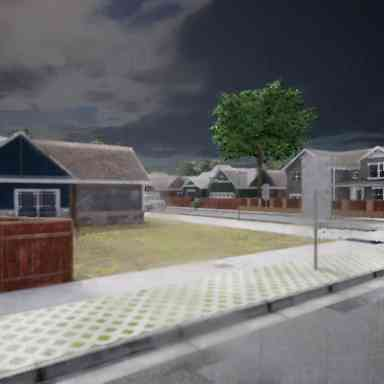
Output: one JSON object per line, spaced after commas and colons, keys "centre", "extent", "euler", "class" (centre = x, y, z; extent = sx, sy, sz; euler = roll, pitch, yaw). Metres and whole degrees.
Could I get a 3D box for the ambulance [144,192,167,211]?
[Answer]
{"centre": [-5.730, 1.213, 44.234], "extent": [2.351, 2.431, 6.366], "euler": [0, 0, -35], "class": "ambulance"}
